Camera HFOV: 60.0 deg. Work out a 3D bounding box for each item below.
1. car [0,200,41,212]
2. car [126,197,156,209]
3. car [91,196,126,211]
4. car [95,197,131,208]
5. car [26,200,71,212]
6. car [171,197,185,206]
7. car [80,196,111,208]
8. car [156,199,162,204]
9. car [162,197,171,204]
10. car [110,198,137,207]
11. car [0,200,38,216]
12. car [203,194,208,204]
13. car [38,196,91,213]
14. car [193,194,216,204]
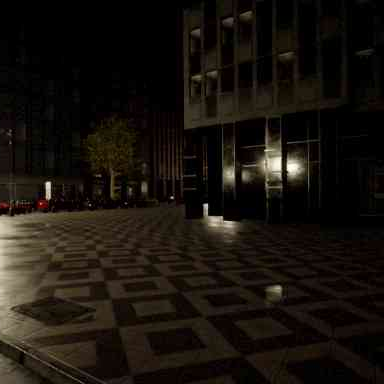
[{"bbox_3d":[-20.726,1.643,40.037,1.947,1.339,4.313,-1,0,35],"label":"car"},{"bbox_3d":[-7.297,1.510,44.445,1.947,1.339,4.313,-1,0,35],"label":"car"},{"bbox_3d":[-10.510,1.526,39.812,1.947,1.339,4.313,-1,0,35],"label":"car"},{"bbox_3d":[-11.480,1.502,48.519,2.128,1.511,4.902,-1,0,35],"label":"car"},{"bbox_3d":[-17.233,1.639,40.246,1.895,1.301,4.718,-1,0,35],"label":"car"},{"bbox_3d":[-0.873,1.464,53.714,1.887,1.381,4.507,-1,0,35],"label":"car"},{"bbox_3d":[-14.302,1.486,49.306,1.967,1.590,4.097,-1,0,35],"label":"car"},{"bbox_3d":[-7.971,1.546,58.435,1.752,1.417,4.829,-1,0,35],"label":"car"},{"bbox_3d":[-4.661,1.576,63.211,1.947,1.339,4.313,-1,0,35],"label":"car"},{"bbox_3d":[-11.087,1.614,53.941,1.802,1.307,4.206,-1,0,35],"label":"car"},{"bbox_3d":[-16.935,1.577,30.543,1.802,1.307,4.206,-1,0,35],"label":"car"},{"bbox_3d":[2.339,1.224,58.349,2.192,1.841,5.009,-1,0,35],"label":"car"},{"bbox_3d":[-13.724,1.291,35.179,2.192,1.841,5.009,-1,0,35],"label":"car"},{"bbox_3d":[2.423,1.285,62.996,2.097,1.767,4.553,-1,0,35],"label":"car"}]
